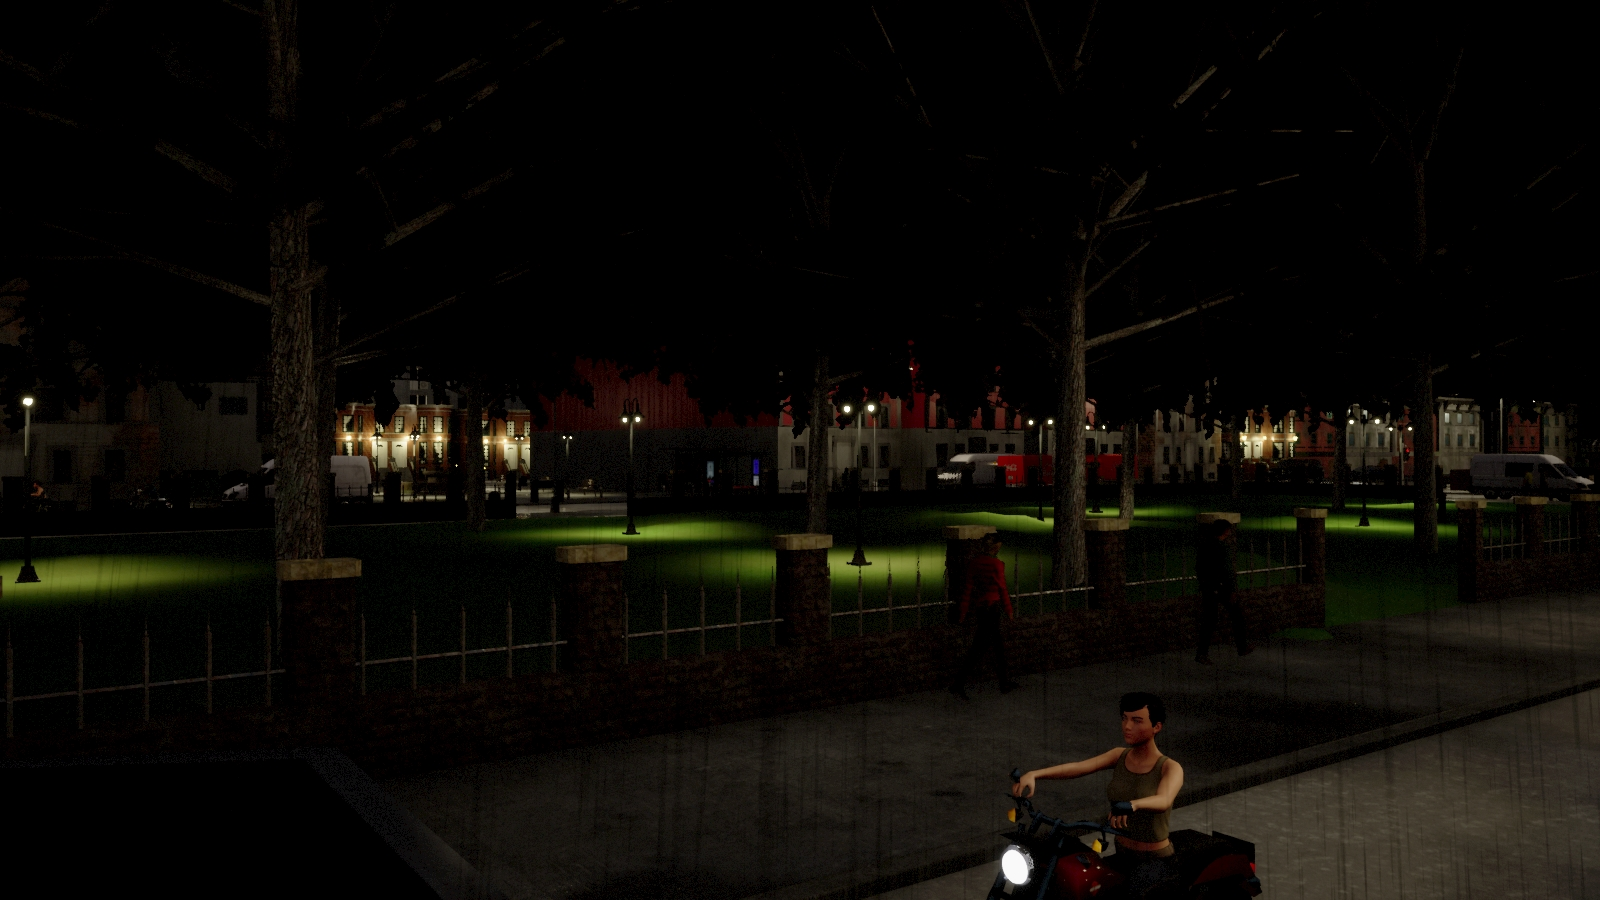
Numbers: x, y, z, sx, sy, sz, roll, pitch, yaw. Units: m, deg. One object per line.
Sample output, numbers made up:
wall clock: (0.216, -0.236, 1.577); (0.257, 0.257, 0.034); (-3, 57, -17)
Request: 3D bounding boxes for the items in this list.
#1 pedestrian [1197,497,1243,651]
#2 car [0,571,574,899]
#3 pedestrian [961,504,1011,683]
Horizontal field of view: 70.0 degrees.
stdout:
pedestrian: (5.222, 1.519, 14.203); (0.375, 1.860, 0.375); (0, 0, -28)
car: (-3.767, 1.534, 1.768); (6.274, 2.098, 2.390); (0, 0, -35)
pedestrian: (1.997, 1.521, 12.302); (0.375, 1.860, 0.375); (0, 0, -34)
